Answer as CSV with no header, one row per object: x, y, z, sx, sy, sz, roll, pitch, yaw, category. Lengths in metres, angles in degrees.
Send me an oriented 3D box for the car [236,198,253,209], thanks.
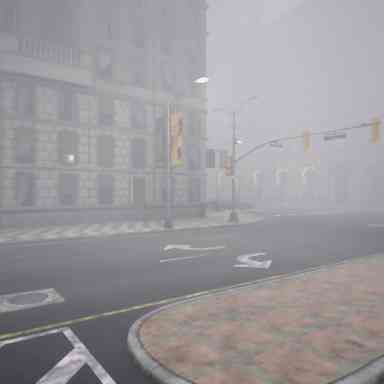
6.185,1.564,44.784,1.994,1.385,4.181,0,0,-36,car

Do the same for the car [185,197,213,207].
1.095,1.505,51.943,1.837,1.490,4.892,0,0,-35,car

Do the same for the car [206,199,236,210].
3.243,1.564,42.879,1.994,1.385,4.181,0,0,-36,car
